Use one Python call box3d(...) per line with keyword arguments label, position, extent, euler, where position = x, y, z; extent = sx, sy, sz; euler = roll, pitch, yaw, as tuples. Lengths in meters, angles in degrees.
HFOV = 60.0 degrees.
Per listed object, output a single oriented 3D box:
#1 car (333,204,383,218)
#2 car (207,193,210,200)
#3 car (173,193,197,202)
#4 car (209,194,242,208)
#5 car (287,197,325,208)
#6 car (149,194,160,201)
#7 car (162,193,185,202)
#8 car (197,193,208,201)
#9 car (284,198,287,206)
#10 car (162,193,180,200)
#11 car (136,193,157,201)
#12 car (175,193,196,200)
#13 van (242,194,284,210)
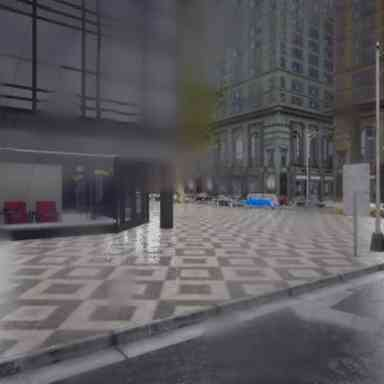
box3d(label="car", position=(14.489, 1.398, 28.247), extent=(1.752, 1.417, 4.829), euler=(1, 0, -35))
box3d(label="car", position=(5.178, 1.073, 56.272), extent=(2.008, 1.369, 4.403), euler=(1, 0, -35))
box3d(label="car", position=(-1.689, 1.051, 51.218), extent=(1.752, 1.417, 4.829), euler=(1, 0, -35))
box3d(label="car", position=(4.684, 1.230, 42.168), extent=(2.008, 1.369, 4.403), euler=(1, 0, -35))
box3d(label="car", position=(14.884, 1.315, 42.493), extent=(1.947, 1.339, 4.313), euler=(1, 0, -35))
box3d(label="car", position=(-5.022, 0.991, 55.949), extent=(2.008, 1.369, 4.403), euler=(1, 0, -35))
box3d(label="car", position=(-3.328, 0.988, 58.322), extent=(1.812, 1.442, 4.674), euler=(0, 1, -35))
box3d(label="car", position=(1.946, 0.880, 60.864), extent=(1.967, 1.590, 4.097), euler=(1, 0, -35))
box3d(label="car", position=(11.650, 1.223, 47.084), extent=(1.887, 1.381, 4.507), euler=(1, 0, -35))
box3d(label="car", position=(-4.527, 0.860, 70.047), extent=(1.802, 1.307, 4.206), euler=(1, 0, -35))
box3d(label="car", position=(-8.257, 0.910, 60.541), extent=(2.008, 1.369, 4.403), euler=(1, 0, -35))
box3d(label="car", position=(-1.291, 0.910, 65.455), extent=(2.008, 1.369, 4.403), euler=(1, 0, -35))
box3d(label="van", position=(7.921, 1.090, 37.575), extent=(1.690, 1.788, 3.998), euler=(1, 0, -35))
